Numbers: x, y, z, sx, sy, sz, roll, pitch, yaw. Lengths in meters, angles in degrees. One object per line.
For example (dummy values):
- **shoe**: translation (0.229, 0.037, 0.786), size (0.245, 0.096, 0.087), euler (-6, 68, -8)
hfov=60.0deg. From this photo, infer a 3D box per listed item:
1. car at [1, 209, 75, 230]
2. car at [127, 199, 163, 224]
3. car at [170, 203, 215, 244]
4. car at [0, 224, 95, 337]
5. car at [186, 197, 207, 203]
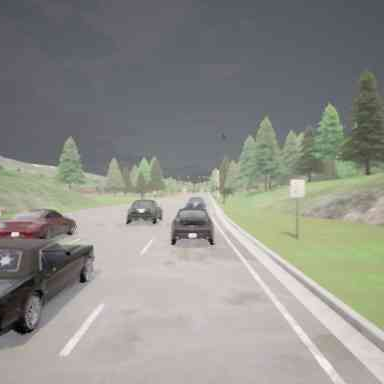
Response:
- **car**: translation (-6.977, 1.506, 15.428), size (1.812, 1.442, 4.674), euler (0, 0, 0)
- **car**: translation (-3.382, 1.318, 24.541), size (2.097, 1.767, 4.553), euler (0, 0, 1)
- **car**: translation (0.024, 1.482, 15.629), size (1.837, 1.490, 4.892), euler (0, 0, 0)
- **car**: translation (-3.435, 1.592, 6.650), size (1.895, 1.301, 4.718), euler (0, 0, 0)
- **car**: translation (0.459, 1.301, 35.253), size (2.097, 1.767, 4.553), euler (0, 0, 2)
